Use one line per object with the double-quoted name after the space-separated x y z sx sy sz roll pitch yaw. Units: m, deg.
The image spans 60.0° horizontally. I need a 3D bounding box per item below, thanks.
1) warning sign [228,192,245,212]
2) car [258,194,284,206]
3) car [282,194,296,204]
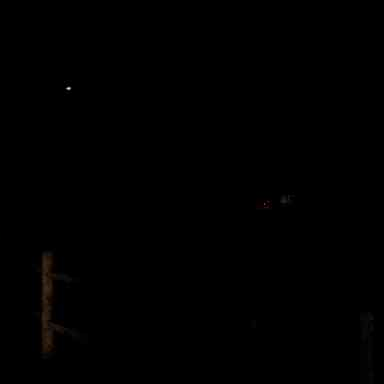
4.179 0.941 31.091 1.300 1.860 1.060 -1 0 31 "warning sign"
11.070 1.359 47.359 1.895 1.301 4.718 0 0 31 "car"
15.914 1.075 55.603 2.097 1.767 4.553 0 0 31 "car"
